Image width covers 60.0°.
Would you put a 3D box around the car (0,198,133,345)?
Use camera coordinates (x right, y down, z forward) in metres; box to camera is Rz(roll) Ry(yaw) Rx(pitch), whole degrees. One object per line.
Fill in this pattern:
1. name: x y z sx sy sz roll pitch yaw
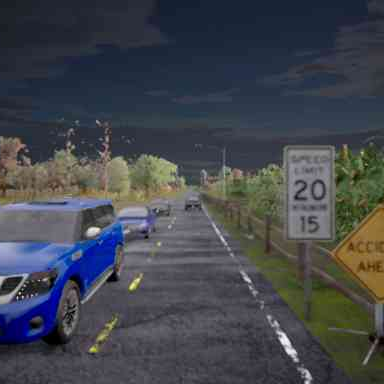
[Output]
1. car: -2.844 1.181 6.693 2.150 2.045 5.566 0 0 0

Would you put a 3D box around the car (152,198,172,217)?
1. car: -2.804 1.309 29.513 1.837 1.490 4.892 0 1 0

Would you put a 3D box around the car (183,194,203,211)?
1. car: 0.137 1.251 37.030 1.837 1.490 4.892 0 0 0

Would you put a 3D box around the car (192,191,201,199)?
1. car: 0.980 0.739 79.321 2.097 1.767 4.553 0 1 1

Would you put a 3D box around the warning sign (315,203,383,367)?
1. warning sign: 2.452 1.089 4.360 1.300 1.860 1.060 0 0 0

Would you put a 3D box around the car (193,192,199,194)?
1. car: 0.056 1.168 47.770 1.837 1.490 4.892 0 1 0

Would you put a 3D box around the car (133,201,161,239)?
1. car: -2.828 1.421 16.699 1.812 1.442 4.674 0 1 0
